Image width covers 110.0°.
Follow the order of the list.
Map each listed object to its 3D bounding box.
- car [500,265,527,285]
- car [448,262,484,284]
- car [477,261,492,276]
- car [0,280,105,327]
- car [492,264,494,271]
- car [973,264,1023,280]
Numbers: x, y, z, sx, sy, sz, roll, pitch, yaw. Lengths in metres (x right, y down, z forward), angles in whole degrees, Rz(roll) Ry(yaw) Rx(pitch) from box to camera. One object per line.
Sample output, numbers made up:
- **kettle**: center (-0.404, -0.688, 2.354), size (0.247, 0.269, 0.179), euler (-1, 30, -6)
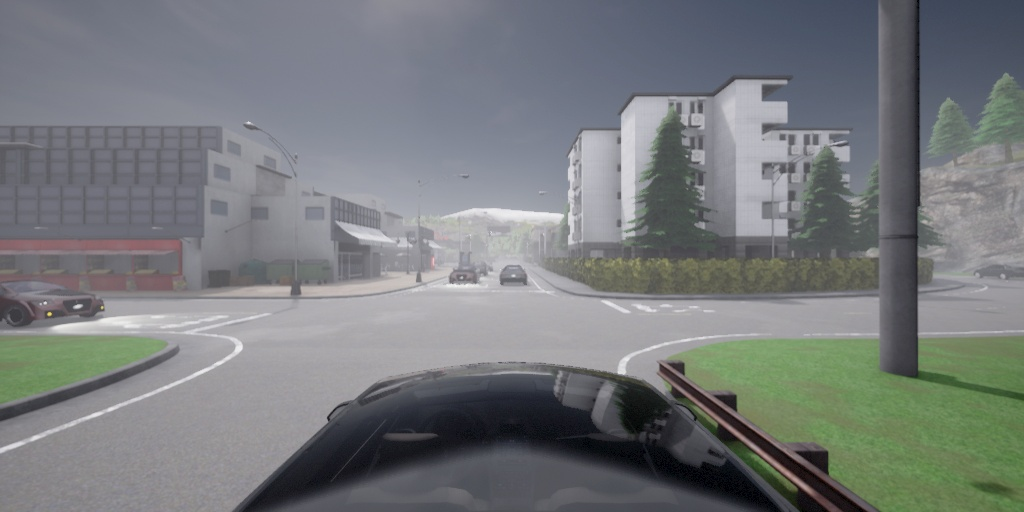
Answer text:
- **car**: center (0.105, 1.378, 27.331), size (1.994, 1.385, 4.181), euler (0, 0, 0)
- **car**: center (-3.581, 1.380, 27.545), size (1.994, 1.385, 4.181), euler (0, 0, 1)
- **car**: center (-3.588, 1.336, 38.620), size (2.128, 1.511, 4.902), euler (0, 0, 0)
- **car**: center (-16.540, 1.516, 12.055), size (4.181, 1.385, 1.994), euler (0, 0, 1)
- **car**: center (-3.568, 1.472, 49.130), size (1.895, 1.301, 4.718), euler (0, 0, 0)
- **car**: center (47.376, 1.515, 34.544), size (1.837, 1.490, 4.892), euler (0, 0, 22)
